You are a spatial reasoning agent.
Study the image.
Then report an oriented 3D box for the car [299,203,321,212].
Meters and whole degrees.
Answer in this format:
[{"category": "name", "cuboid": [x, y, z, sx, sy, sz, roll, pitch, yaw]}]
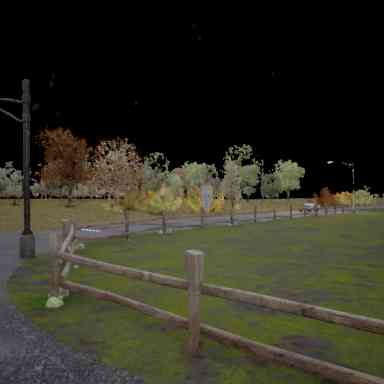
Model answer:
[{"category": "car", "cuboid": [18.818, 2.449, 53.000, 2.033, 1.411, 5.357, -1, -2, 40]}]
